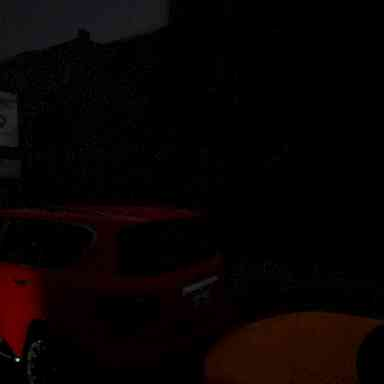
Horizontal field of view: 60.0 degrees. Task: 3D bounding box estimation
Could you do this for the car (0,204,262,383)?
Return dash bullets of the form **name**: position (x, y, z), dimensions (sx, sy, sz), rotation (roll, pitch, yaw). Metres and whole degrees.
- **car**: position (-2.085, 1.199, 5.015), dimensions (5.566, 2.045, 2.435), rotation (0, 0, 35)
